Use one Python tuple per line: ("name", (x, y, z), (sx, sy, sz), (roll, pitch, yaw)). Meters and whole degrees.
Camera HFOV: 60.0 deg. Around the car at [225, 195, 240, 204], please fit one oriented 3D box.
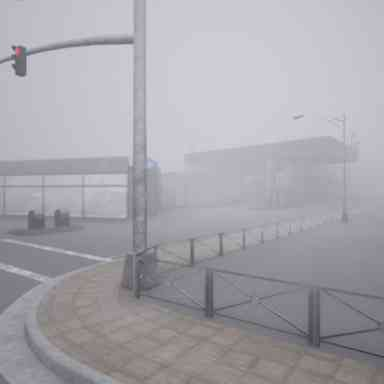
("car", (7.287, 1.479, 62.917), (2.242, 1.667, 4.611), (0, 0, 36))
